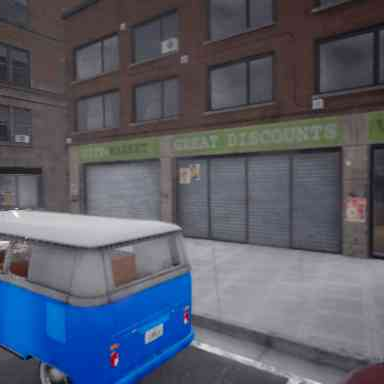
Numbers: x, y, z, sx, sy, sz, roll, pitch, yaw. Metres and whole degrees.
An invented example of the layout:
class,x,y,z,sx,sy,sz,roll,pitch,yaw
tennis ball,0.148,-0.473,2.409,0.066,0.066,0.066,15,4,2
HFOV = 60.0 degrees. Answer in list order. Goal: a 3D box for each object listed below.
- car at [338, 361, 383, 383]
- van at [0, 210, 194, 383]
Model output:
class,x,y,z,sx,sy,sz,roll,pitch,yaw
car,2.702,1.491,1.195,4.206,1.307,1.802,1,3,36
van,-1.894,1.200,4.494,3.998,1.788,1.690,1,3,36
